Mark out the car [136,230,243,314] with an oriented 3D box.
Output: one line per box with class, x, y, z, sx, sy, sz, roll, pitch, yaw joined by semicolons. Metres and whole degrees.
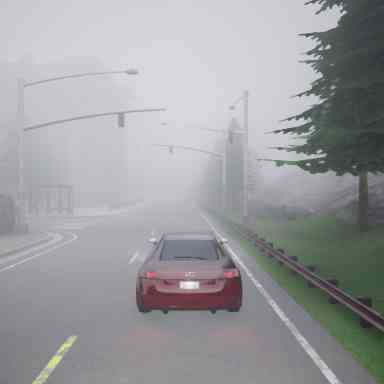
car;-0.077;1.564;7.696;1.994;1.385;4.181;0;0;-1
